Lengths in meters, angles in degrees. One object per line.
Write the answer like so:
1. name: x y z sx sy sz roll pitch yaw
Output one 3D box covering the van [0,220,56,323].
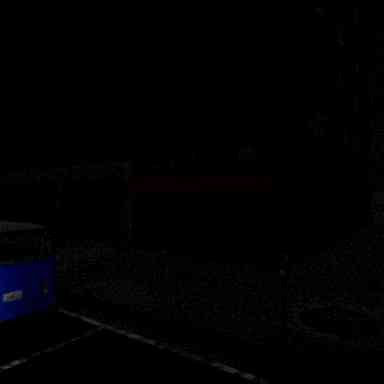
1. van: -4.276 1.402 6.278 3.998 1.788 1.690 -1 0 36
